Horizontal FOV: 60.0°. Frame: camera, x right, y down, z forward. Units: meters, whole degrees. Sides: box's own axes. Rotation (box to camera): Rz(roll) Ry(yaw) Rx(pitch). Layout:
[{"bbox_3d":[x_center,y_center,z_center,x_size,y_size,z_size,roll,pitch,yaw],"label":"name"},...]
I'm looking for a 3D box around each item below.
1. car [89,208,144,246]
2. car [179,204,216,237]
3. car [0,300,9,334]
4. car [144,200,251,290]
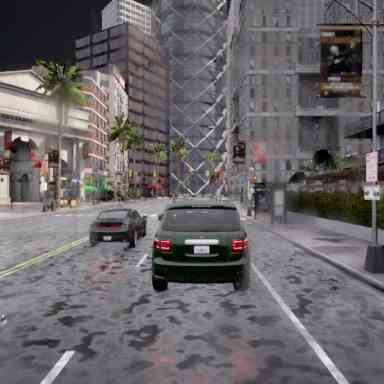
[{"bbox_3d":[-3.236,1.506,15.240,1.837,1.490,4.892,0,0,1],"label":"car"},{"bbox_3d":[0.300,1.505,19.048,1.837,1.490,4.892,0,0,1],"label":"car"},{"bbox_3d":[-3.338,1.601,2.235,1.895,1.301,4.718,0,0,0],"label":"car"},{"bbox_3d":[0.200,1.221,9.188,2.150,2.045,5.566,0,0,0],"label":"car"}]
